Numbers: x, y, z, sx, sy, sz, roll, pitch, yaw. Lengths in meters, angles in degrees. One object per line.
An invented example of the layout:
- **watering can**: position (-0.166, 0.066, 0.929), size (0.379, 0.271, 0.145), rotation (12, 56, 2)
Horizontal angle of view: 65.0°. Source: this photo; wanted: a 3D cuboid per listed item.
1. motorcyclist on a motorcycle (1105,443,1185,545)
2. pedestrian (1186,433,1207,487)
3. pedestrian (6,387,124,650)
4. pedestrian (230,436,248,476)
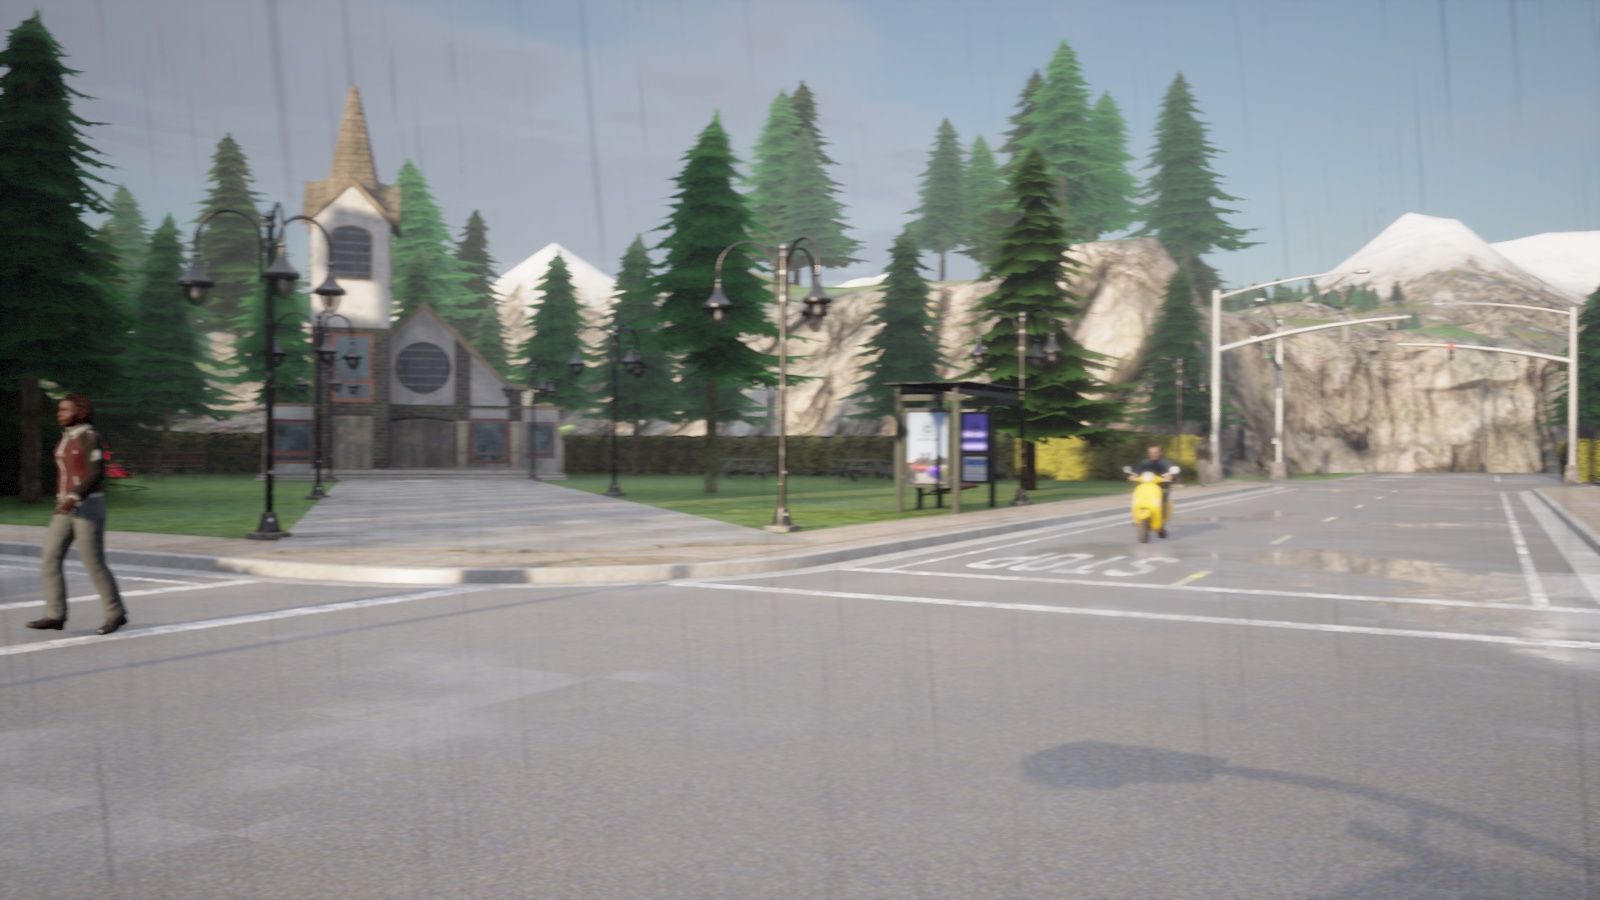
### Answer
- **motorcyclist on a motorcycle**: position (5.647, 0.677, 20.502), size (0.866, 1.590, 1.817), rotation (0, 0, 28)
- **pedestrian**: position (14.054, 0.342, 44.494), size (0.563, 1.883, 0.849), rotation (0, 0, 26)
- **pedestrian**: position (-5.612, 0.502, 9.602), size (0.402, 1.930, 0.666), rotation (0, 0, 32)
- **pedestrian**: position (-26.041, 0.294, 58.281), size (0.709, 1.840, 0.431), rotation (0, 0, -12)
